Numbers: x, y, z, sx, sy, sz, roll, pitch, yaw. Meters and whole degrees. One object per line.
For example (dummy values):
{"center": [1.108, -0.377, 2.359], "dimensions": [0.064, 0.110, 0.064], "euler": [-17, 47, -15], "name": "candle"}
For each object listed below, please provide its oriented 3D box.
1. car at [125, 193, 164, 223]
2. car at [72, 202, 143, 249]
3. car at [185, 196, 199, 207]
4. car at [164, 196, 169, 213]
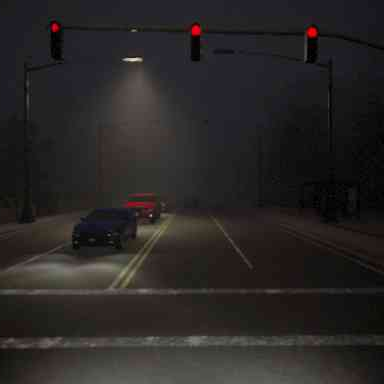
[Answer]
{"center": [-3.587, 1.111, 24.574], "dimensions": [2.150, 2.045, 5.566], "euler": [0, 0, 1], "name": "car"}
{"center": [-3.593, 1.430, 14.438], "dimensions": [1.882, 1.535, 5.008], "euler": [0, 0, 0], "name": "car"}
{"center": [0.011, 1.252, 45.398], "dimensions": [2.128, 1.511, 4.902], "euler": [0, 0, 0], "name": "car"}
{"center": [-3.598, 1.178, 34.906], "dimensions": [2.097, 1.767, 4.553], "euler": [0, 0, 0], "name": "car"}
